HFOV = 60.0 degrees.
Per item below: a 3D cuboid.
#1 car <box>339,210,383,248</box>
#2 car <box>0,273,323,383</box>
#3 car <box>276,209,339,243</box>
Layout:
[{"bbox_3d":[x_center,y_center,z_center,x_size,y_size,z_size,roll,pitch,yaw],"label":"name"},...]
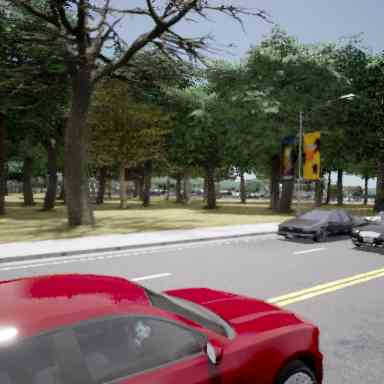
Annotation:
[{"bbox_3d":[8.516,1.509,13.712,4.902,1.511,2.128,0,0,-35],"label":"car"},{"bbox_3d":[-0.928,1.475,2.779,5.008,1.535,1.882,0,0,-35],"label":"car"},{"bbox_3d":[6.515,1.562,16.278,5.357,1.411,2.033,0,0,-35],"label":"car"}]
